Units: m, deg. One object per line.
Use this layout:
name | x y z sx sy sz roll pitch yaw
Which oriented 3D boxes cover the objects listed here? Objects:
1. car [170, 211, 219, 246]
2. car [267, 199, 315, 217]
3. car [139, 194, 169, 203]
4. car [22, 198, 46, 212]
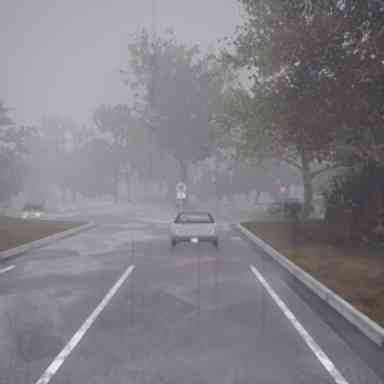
car | 0.103 1.507 14.741 1.895 1.301 4.718 0 0 0
car | 8.611 1.310 28.648 4.902 1.511 2.128 0 1 -35
car | -6.437 1.137 56.180 4.902 1.511 2.128 0 0 -15
car | -16.720 1.323 35.477 2.033 1.411 5.357 0 0 -19
